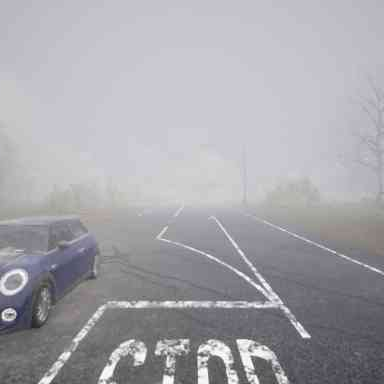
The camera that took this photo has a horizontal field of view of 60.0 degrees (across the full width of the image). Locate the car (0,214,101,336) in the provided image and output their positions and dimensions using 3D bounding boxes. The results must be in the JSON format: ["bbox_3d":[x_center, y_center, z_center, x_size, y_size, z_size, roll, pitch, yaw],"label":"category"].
[{"bbox_3d":[-3.474,1.352,6.922,2.097,1.767,4.553,0,0,0],"label":"car"}]

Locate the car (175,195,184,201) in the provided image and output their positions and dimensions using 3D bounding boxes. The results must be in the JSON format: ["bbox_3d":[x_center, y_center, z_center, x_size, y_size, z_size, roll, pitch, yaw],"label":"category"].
[{"bbox_3d":[-2.967,1.445,78.838,2.128,1.511,4.902,0,0,3],"label":"car"}]
